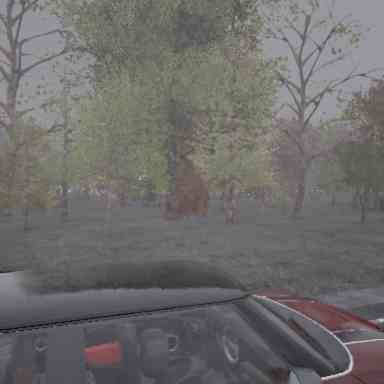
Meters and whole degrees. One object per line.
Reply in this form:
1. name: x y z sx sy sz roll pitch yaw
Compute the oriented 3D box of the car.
1. car: -0.134 1.351 2.538 4.553 1.767 2.097 0 0 -20
